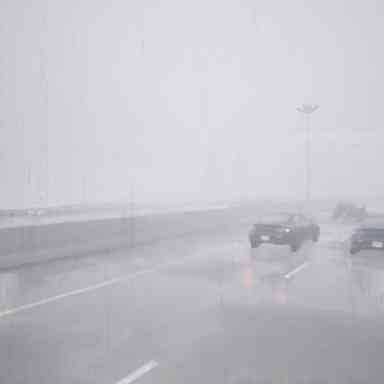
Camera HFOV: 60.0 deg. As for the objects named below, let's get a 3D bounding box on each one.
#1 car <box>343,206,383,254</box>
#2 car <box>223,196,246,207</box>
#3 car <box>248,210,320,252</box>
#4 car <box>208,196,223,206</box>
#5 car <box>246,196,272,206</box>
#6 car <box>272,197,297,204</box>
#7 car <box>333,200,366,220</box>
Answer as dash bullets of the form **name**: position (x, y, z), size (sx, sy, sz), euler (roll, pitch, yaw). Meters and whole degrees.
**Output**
- **car**: position (7.159, 1.475, 12.376), size (1.812, 1.442, 4.674), euler (0, 0, 35)
- **car**: position (7.141, 1.368, 49.914), size (1.882, 1.535, 5.008), euler (0, 0, 35)
- **car**: position (3.905, 1.488, 13.824), size (1.812, 1.442, 4.674), euler (0, 0, 34)
- **car**: position (4.261, 1.426, 51.894), size (1.812, 1.442, 4.674), euler (0, 0, 35)
- **car**: position (10.073, 1.358, 48.007), size (1.882, 1.535, 5.008), euler (0, 0, 35)
- **car**: position (13.230, 1.395, 46.428), size (1.812, 1.442, 4.674), euler (0, 0, 34)
- **car**: position (12.584, 1.409, 26.558), size (1.837, 1.490, 4.892), euler (0, 1, 35)
